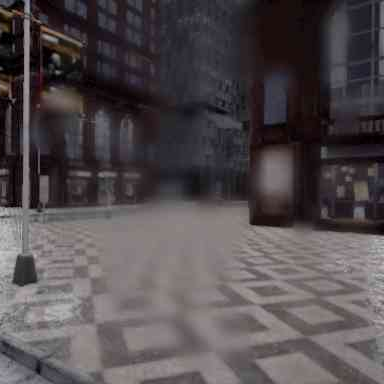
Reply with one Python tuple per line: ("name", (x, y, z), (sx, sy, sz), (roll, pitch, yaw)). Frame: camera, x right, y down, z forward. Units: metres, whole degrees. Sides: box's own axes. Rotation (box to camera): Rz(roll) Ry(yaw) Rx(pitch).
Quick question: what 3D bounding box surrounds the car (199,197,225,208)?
("car", (2.919, 1.431, 48.314), (1.882, 1.535, 5.008), (1, 0, 36))
